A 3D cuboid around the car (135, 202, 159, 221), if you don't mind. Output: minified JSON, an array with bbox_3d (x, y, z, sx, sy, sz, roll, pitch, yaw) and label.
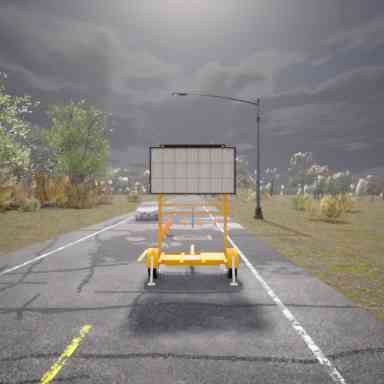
[{"bbox_3d":[-3.557,1.534,27.717,1.812,1.442,4.674,0,0,0],"label":"car"}]

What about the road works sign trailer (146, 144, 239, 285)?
[{"bbox_3d":[0.017,0.466,9.436,2.380,3.560,2.880,0,0,0],"label":"road works sign trailer"}]
